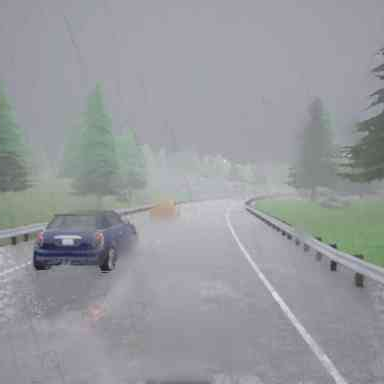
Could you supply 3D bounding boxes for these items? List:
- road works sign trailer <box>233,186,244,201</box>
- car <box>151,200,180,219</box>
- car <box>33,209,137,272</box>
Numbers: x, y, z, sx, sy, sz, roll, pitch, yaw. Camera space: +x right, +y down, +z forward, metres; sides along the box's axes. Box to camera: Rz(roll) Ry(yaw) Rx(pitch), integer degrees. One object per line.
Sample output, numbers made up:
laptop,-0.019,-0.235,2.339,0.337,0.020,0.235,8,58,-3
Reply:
road works sign trailer,11.499,0.272,81.520,2.380,3.560,2.880,0,0,17
car,-2.142,1.411,27.978,1.882,1.535,5.008,0,0,5
car,-3.208,1.327,10.913,2.097,1.767,4.553,0,0,2
